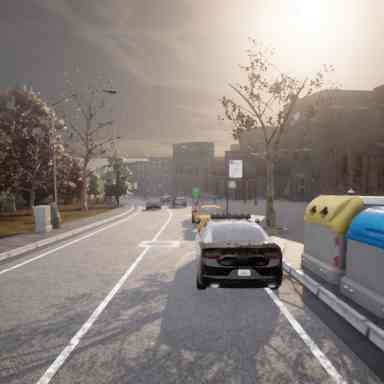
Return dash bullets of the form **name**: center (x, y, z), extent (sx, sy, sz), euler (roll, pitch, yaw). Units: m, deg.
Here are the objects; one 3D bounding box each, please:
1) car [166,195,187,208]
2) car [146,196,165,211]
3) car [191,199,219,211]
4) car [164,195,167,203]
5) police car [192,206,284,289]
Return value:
- **car**: center (-1.932, 1.384, 46.897), extent (2.128, 1.511, 4.902), euler (-1, 0, -10)
- **car**: center (-4.618, 1.496, 40.080), extent (2.033, 1.411, 5.357), euler (-1, 0, -6)
- **car**: center (1.033, 1.419, 19.358), extent (1.801, 1.575, 5.366), euler (0, 0, 0)
- **car**: center (-4.777, 1.386, 60.386), extent (1.837, 1.490, 4.892), euler (-2, 0, -16)
- **police car**: center (1.042, 1.408, 9.232), extent (1.930, 1.638, 5.238), euler (0, 0, 0)
